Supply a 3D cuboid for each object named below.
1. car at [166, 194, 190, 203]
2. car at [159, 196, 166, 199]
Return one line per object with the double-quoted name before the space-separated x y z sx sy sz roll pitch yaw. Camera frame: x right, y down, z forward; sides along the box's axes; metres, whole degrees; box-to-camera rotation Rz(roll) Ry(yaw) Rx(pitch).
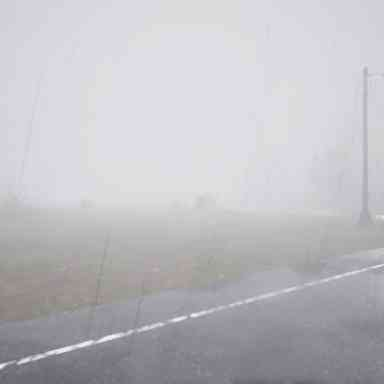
"car" -2.402 1.221 63.803 2.097 1.767 4.553 0 0 -33
"car" -5.635 1.311 68.538 2.128 1.511 4.902 0 0 -34
